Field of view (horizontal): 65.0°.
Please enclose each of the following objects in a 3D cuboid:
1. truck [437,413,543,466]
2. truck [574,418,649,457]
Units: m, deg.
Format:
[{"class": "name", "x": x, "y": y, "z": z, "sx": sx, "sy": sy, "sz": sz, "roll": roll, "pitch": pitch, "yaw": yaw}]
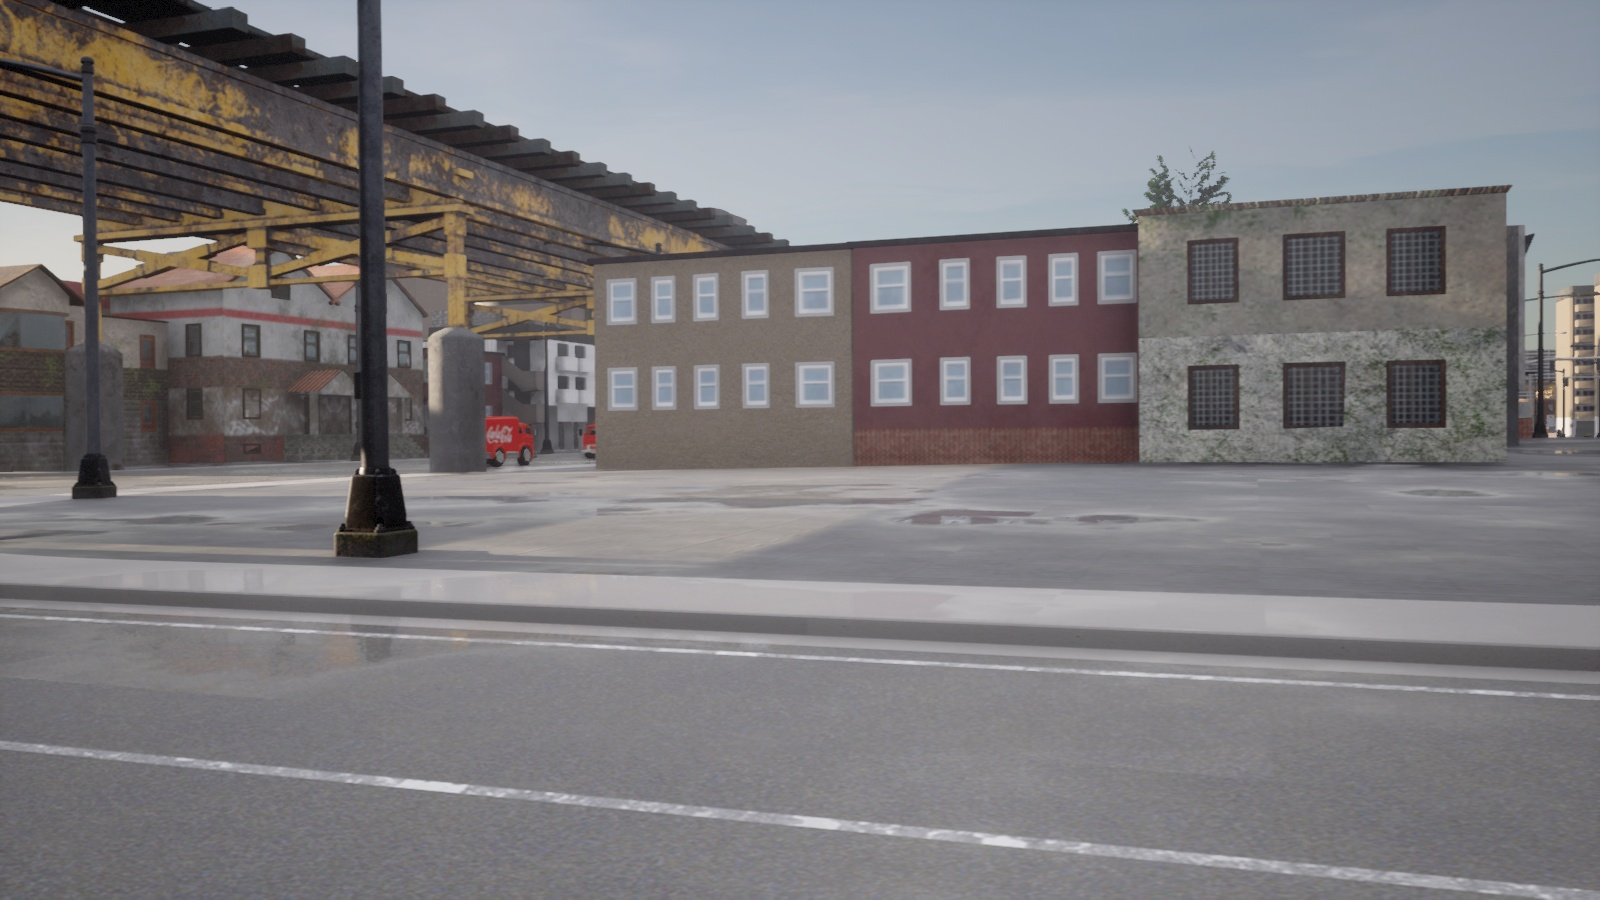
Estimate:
[{"class": "truck", "x": -15.247, "y": -0.534, "z": 62.182, "sx": 2.627, "sy": 2.467, "sz": 5.204, "roll": 0, "pitch": 1, "yaw": 20}, {"class": "truck", "x": -12.097, "y": -0.811, "z": 81.153, "sx": 2.627, "sy": 2.467, "sz": 5.204, "roll": 0, "pitch": 1, "yaw": 20}]
